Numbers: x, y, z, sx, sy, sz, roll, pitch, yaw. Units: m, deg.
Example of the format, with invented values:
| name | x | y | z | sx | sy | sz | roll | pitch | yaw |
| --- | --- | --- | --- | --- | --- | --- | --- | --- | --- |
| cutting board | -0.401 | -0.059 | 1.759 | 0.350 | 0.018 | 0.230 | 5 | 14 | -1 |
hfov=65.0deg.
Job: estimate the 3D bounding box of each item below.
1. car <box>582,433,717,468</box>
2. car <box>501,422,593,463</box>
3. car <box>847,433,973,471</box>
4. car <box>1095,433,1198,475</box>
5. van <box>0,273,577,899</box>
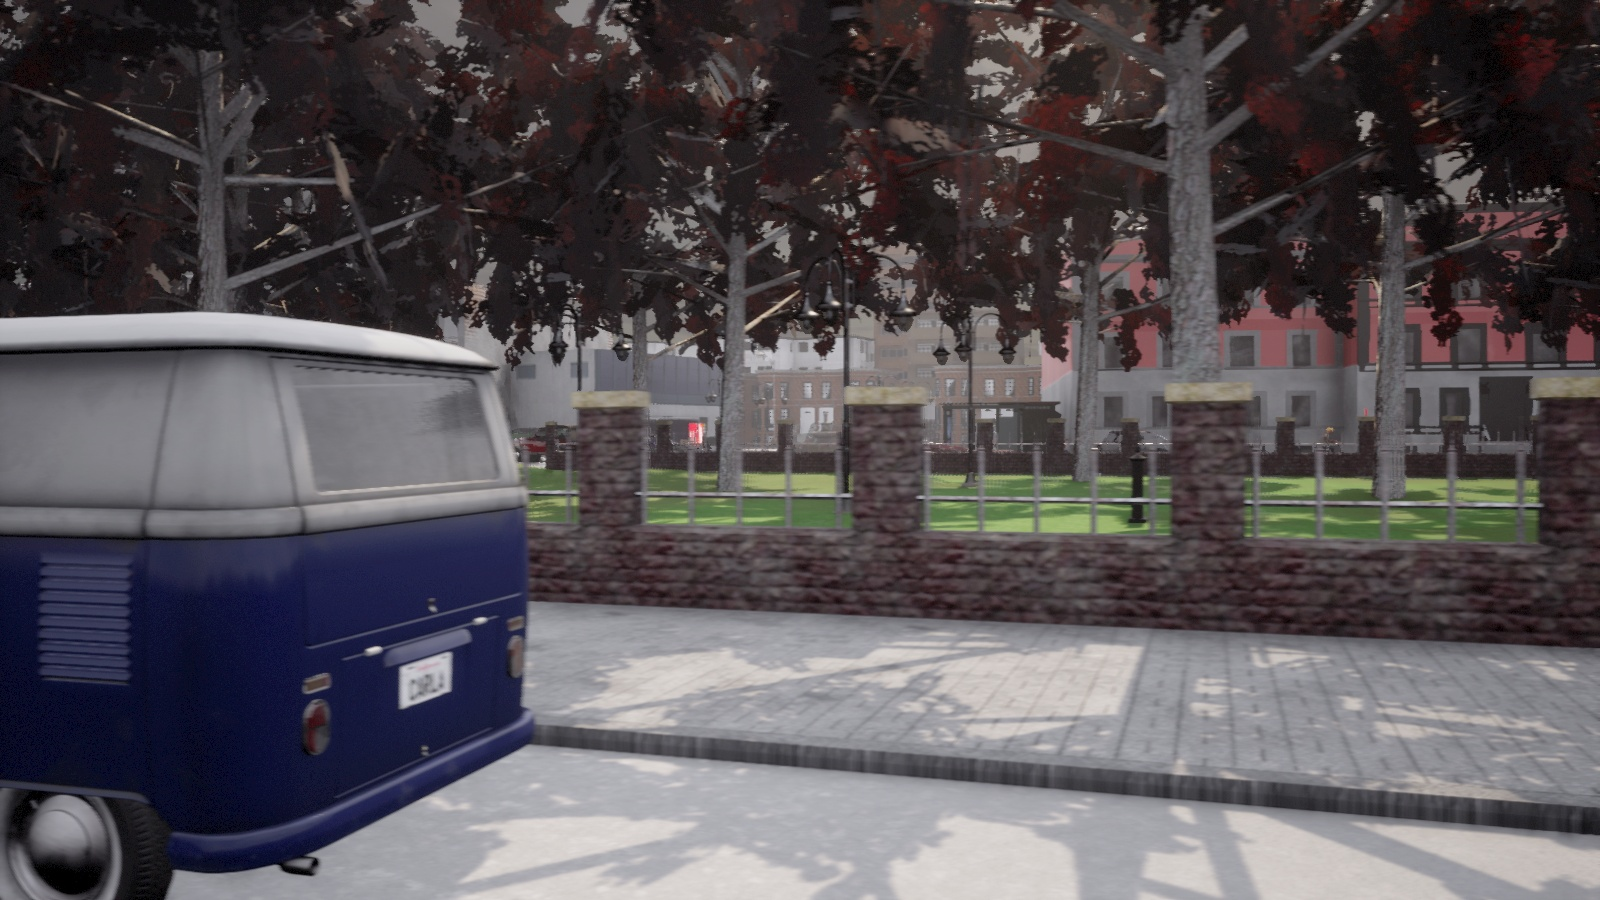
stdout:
| name | x | y | z | sx | sy | sz | roll | pitch | yaw |
| --- | --- | --- | --- | --- | --- | --- | --- | --- | --- |
| car | -6.415 | -0.008 | 53.470 | 5.357 | 1.411 | 2.033 | 1 | 1 | 18 |
| car | -11.974 | -0.379 | 59.498 | 3.866 | 1.878 | 1.905 | 1 | 1 | 18 |
| car | 4.387 | 0.070 | 49.929 | 4.674 | 1.442 | 1.812 | 1 | 1 | 18 |
| car | 13.008 | 0.138 | 47.103 | 3.633 | 1.501 | 1.845 | 1 | 1 | 18 |
| van | -3.284 | 0.488 | 4.842 | 4.442 | 1.987 | 1.775 | 0 | 1 | 16 |
